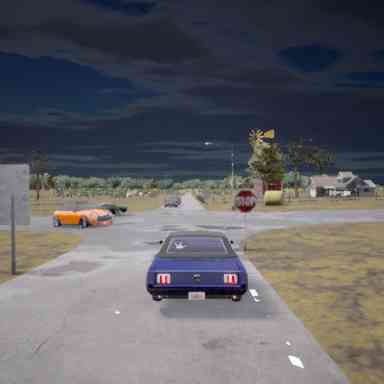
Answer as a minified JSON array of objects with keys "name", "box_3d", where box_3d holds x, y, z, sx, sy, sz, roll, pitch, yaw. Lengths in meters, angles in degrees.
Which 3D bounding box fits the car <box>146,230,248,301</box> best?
[{"name":"car","box_3d":[0.109,1.598,8.253,1.895,1.301,4.718,0,0,0]}]

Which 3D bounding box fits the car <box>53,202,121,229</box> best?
[{"name":"car","box_3d":[-7.447,1.507,22.772,4.553,1.767,2.097,-3,0,35]}]

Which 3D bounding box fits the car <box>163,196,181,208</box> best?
[{"name":"car","box_3d":[-3.005,1.516,48.039,1.837,1.490,4.892,0,0,-1]}]

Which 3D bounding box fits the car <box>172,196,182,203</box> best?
[{"name":"car","box_3d":[-3.090,1.547,69.674,1.837,1.490,4.892,0,0,0]}]

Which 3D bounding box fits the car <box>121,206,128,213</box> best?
[{"name":"car","box_3d":[-8.544,1.663,31.162,4.718,1.301,1.895,-2,2,-38]}]
